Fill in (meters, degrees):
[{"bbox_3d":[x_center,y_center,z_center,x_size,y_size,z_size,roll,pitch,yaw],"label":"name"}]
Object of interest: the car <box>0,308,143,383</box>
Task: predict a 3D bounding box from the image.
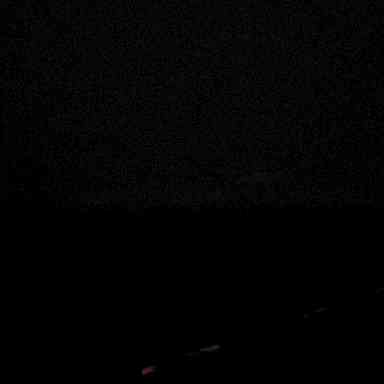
[{"bbox_3d":[-2.481,1.492,1.357,4.892,1.490,1.837,0,0,-36],"label":"car"}]
